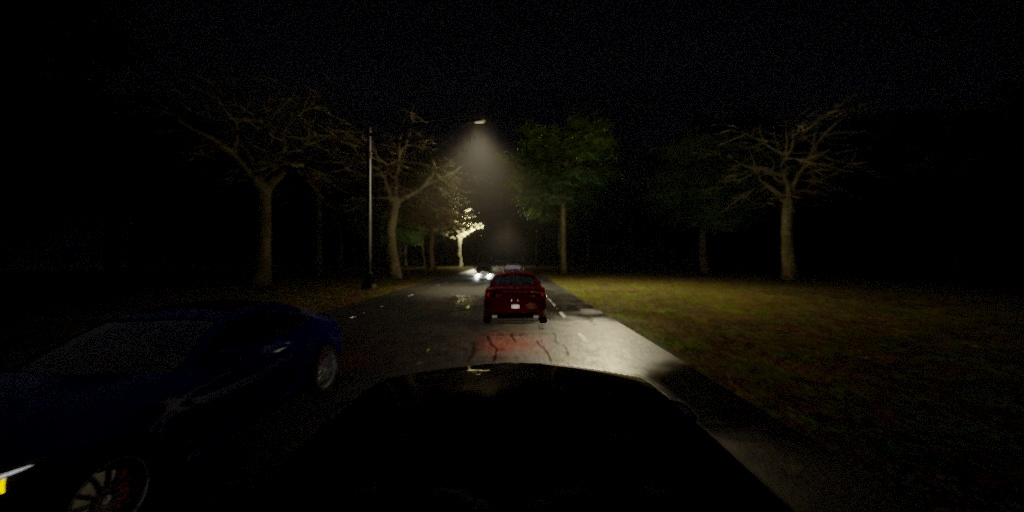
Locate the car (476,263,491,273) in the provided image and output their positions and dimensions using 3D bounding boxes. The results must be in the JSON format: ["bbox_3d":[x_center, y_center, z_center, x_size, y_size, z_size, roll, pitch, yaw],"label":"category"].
[{"bbox_3d":[-3.591,1.524,46.248,1.895,1.301,4.718,0,0,0],"label":"car"}]

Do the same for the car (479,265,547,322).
[{"bbox_3d":[0.098,1.256,12.402,1.882,1.535,5.008,0,0,0],"label":"car"}]

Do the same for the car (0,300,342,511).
[{"bbox_3d":[-3.614,1.281,3.979,1.812,1.442,4.674,0,0,0],"label":"car"}]
